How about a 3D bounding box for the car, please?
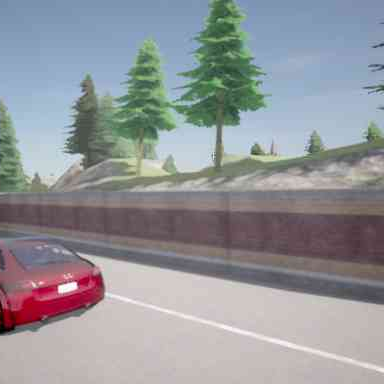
[{"bbox_3d":[-3.724,1.642,6.998,4.181,1.385,1.994,-1,-1,38],"label":"car"}]
